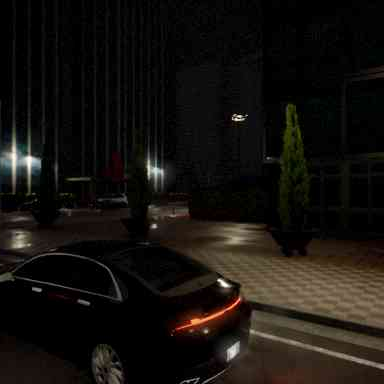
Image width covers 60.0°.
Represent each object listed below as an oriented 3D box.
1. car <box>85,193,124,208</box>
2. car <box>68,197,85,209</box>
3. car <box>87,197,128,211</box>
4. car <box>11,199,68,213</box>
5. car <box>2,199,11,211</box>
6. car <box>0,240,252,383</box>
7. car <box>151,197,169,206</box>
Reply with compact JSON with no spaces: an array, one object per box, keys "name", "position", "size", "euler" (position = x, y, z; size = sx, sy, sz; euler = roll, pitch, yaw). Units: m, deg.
[{"name":"car","position":[-11.355,1.221,45.619],"size":[2.150,2.045,5.566],"euler":[0,0,35]},{"name":"car","position":[-15.373,1.505,45.990],"size":[1.837,1.490,4.892],"euler":[0,0,35]},{"name":"car","position":[-10.084,1.601,40.982],"size":[1.895,1.301,4.718],"euler":[0,0,35]},{"name":"car","position":[-17.077,1.491,37.484],"size":[2.128,1.511,4.902],"euler":[0,0,35]},{"name":"car","position":[-21.024,1.547,37.948],"size":[2.033,1.411,5.357],"euler":[0,0,35]},{"name":"car","position":[-1.513,1.505,5.085],"size":[4.892,1.490,1.837],"euler":[0,0,36]},{"name":"car","position":[-5.549,1.564,53.853],"size":[1.994,1.385,4.181],"euler":[0,0,35]}]
